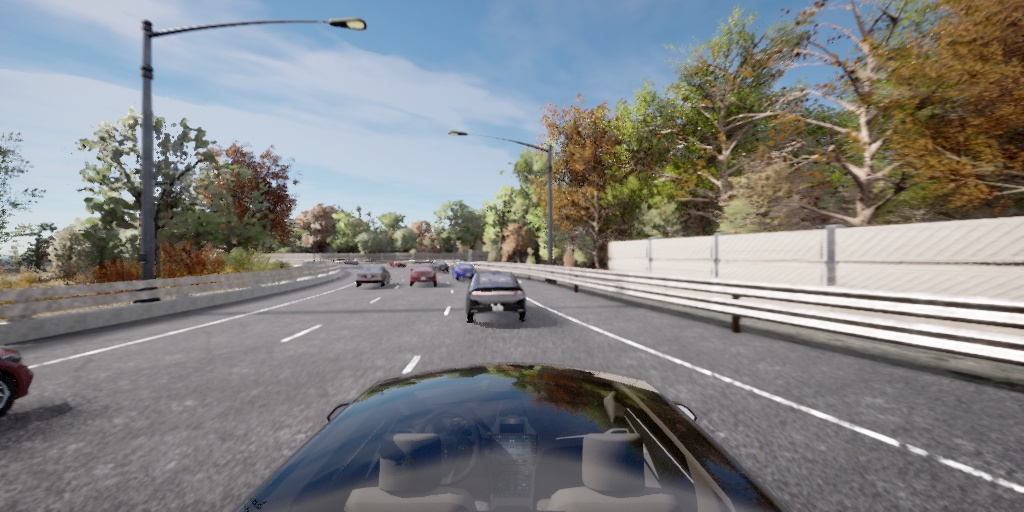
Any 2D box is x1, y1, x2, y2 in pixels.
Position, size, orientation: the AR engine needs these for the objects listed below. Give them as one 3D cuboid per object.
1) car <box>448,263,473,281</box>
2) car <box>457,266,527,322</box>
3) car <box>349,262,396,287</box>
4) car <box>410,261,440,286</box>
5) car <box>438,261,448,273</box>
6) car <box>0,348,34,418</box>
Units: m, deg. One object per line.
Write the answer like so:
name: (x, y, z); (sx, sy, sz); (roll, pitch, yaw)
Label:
car: (-4.121, 1.355, 30.956); (1.812, 1.442, 4.674); (0, 0, -15)
car: (-0.629, 1.267, 12.504); (2.128, 1.511, 4.902); (0, 0, -5)
car: (-9.828, 1.392, 25.648); (2.033, 1.411, 5.357); (0, 0, -13)
car: (-6.440, 1.356, 26.284); (1.812, 1.442, 4.674); (0, 0, -12)
car: (-9.416, 1.412, 46.575); (1.812, 1.442, 4.674); (0, 0, -23)
car: (-7.033, 1.306, 2.578); (1.812, 1.442, 4.674); (0, 0, -1)
